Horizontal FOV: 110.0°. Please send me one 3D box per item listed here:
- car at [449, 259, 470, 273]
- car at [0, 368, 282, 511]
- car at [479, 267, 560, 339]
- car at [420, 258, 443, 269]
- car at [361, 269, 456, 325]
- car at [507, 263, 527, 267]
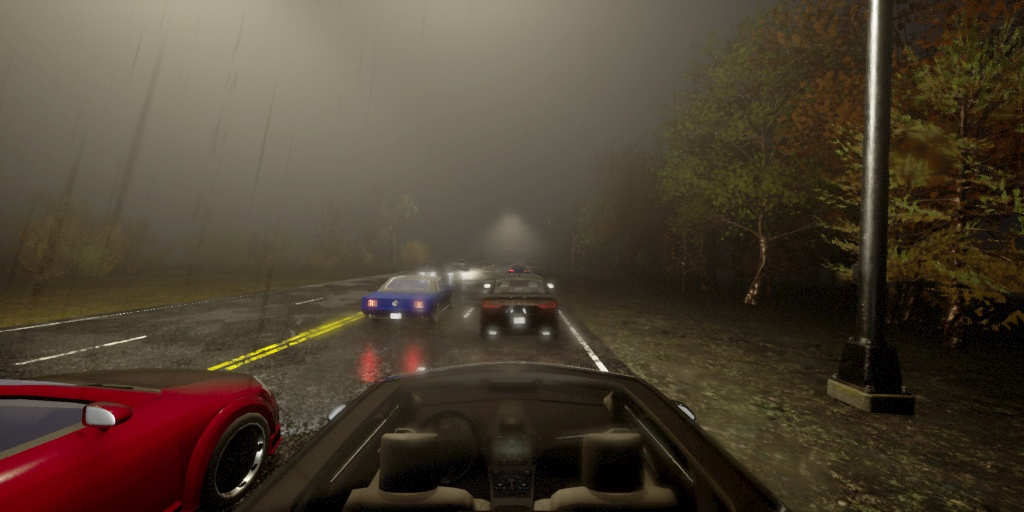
[{"bbox_3d":[-5.970,1.097,41.159,1.812,1.442,4.674,2,0,1],"label":"car"},{"bbox_3d":[-3.141,1.241,1.621,1.994,1.385,4.181,2,0,1],"label":"car"},{"bbox_3d":[0.203,1.235,10.163,1.882,1.535,5.008,0,0,1],"label":"car"},{"bbox_3d":[-9.211,0.963,41.447,2.128,1.511,4.902,2,0,1],"label":"car"},{"bbox_3d":[-3.014,1.281,11.575,1.895,1.301,4.718,2,0,0],"label":"car"},{"bbox_3d":[0.533,1.296,30.611,1.812,1.442,4.674,1,0,0],"label":"car"}]
